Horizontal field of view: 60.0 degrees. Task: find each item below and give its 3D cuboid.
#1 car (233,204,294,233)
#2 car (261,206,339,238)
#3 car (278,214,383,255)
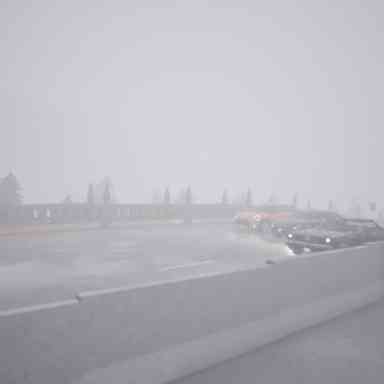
[{"bbox_3d":[4.649,1.499,20.202,4.553,1.767,2.097,2,-1,-35],"label":"car"},{"bbox_3d":[6.048,1.620,16.902,4.892,1.490,1.837,2,-1,-35],"label":"car"},{"bbox_3d":[5.598,1.644,12.285,4.718,1.301,1.895,1,-1,-35],"label":"car"}]
